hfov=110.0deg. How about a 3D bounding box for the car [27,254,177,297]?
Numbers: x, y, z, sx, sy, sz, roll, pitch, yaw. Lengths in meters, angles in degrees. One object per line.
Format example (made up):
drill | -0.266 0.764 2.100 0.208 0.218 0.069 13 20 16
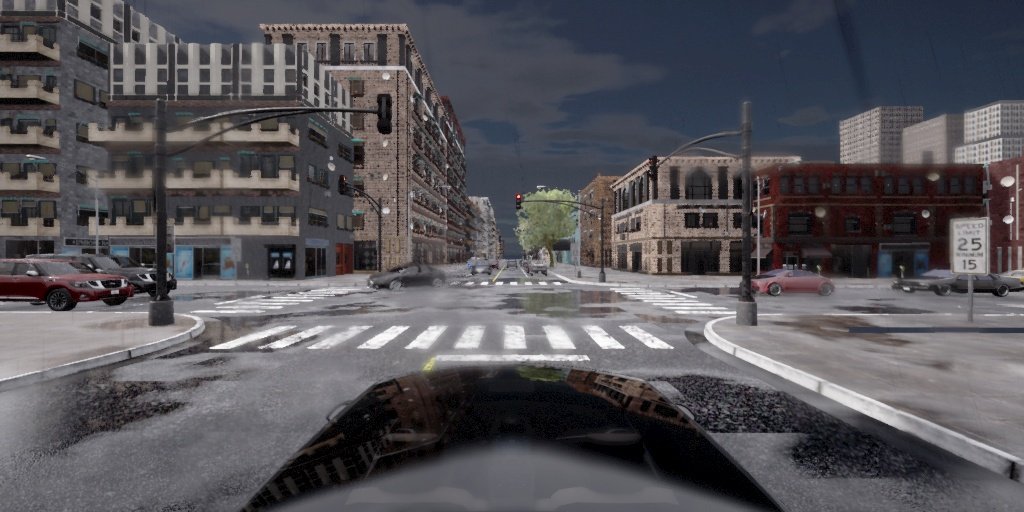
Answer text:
car | -18.310 0.917 15.889 5.566 2.045 2.150 0 0 0

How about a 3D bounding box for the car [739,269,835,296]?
car | 14.719 1.387 19.325 4.181 1.385 1.994 0 0 0

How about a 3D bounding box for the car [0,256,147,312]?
car | -17.276 1.013 13.309 5.009 1.841 2.192 0 0 0

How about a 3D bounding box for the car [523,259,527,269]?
car | 2.692 1.228 42.725 1.967 1.591 4.097 0 0 0

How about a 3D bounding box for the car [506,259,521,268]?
car | 0.002 1.319 63.384 2.128 1.511 4.902 0 0 0

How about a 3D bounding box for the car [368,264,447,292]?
car | -6.171 1.264 21.632 1.837 1.490 4.892 3 2 40

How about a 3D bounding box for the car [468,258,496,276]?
car | -3.099 1.271 37.152 2.128 1.511 4.902 0 0 0

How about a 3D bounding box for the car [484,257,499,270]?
car | -3.084 1.161 55.196 2.097 1.767 4.553 0 0 0

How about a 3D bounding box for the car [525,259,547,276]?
car | 2.691 1.330 37.028 2.007 1.370 4.403 0 0 0

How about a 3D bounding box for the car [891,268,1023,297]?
car | 24.020 1.412 19.392 5.357 1.411 2.033 0 0 0
